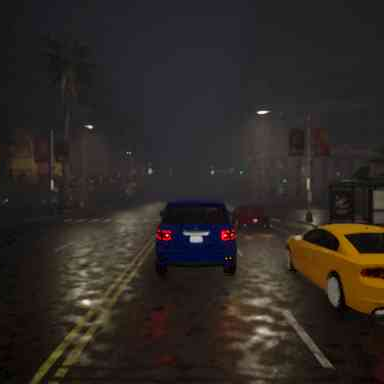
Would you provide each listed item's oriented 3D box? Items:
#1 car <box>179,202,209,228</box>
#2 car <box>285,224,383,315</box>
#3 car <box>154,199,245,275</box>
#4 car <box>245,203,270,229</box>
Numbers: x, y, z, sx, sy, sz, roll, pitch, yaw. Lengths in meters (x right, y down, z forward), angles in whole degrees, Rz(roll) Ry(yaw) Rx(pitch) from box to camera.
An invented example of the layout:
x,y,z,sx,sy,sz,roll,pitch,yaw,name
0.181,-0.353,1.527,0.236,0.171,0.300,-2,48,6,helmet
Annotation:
x,y,z,sx,sy,sz,roll,pitch,yaw,name
0.105,1.490,23.068,1.837,1.490,4.892,0,0,0,car
3.608,1.472,7.691,1.882,1.535,5.008,0,0,0,car
0.101,1.213,10.566,2.150,2.045,5.566,0,0,0,car
3.645,1.464,21.334,1.882,1.535,5.008,0,0,1,car
